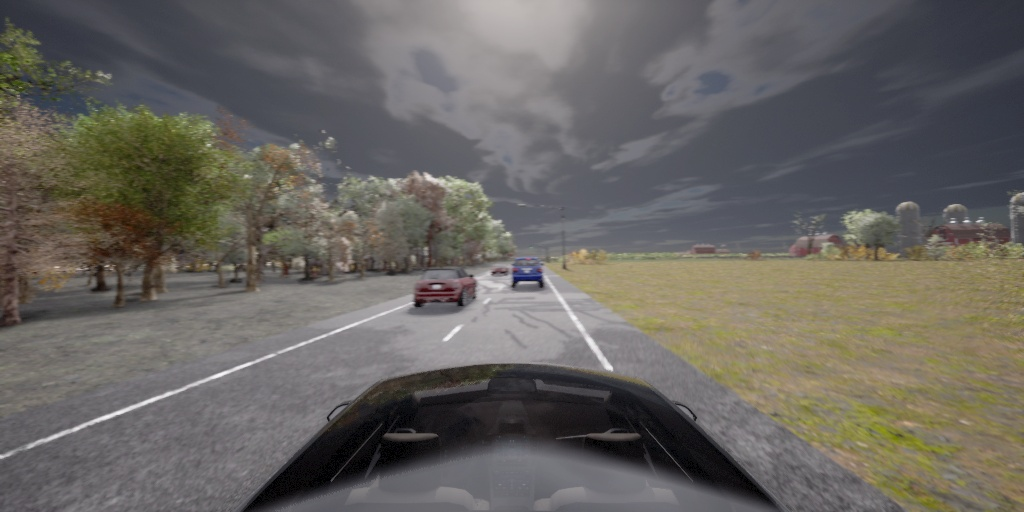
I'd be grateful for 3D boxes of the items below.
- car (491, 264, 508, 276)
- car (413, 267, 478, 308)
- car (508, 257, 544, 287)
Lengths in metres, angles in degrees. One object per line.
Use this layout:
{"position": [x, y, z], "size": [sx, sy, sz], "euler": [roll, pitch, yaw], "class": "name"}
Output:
{"position": [-1.408, 1.666, 43.104], "size": [1.895, 1.301, 4.718], "euler": [-1, 0, 3], "class": "car"}
{"position": [-2.900, 1.272, 16.519], "size": [2.097, 1.767, 4.553], "euler": [-1, 0, 3], "class": "car"}
{"position": [1.135, 1.115, 26.070], "size": [2.150, 2.045, 5.566], "euler": [-1, 0, 3], "class": "car"}
